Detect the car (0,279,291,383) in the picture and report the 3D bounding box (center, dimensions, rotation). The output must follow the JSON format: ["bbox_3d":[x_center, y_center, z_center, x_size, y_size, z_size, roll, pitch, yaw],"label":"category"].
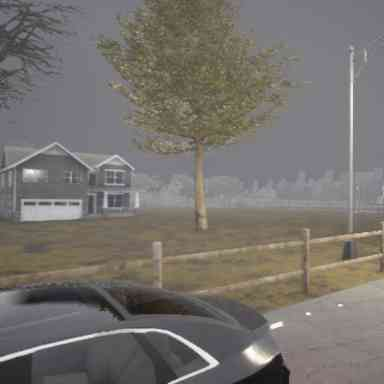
[{"bbox_3d":[-1.459,1.496,2.041,4.892,1.490,1.837,0,0,-35],"label":"car"}]
